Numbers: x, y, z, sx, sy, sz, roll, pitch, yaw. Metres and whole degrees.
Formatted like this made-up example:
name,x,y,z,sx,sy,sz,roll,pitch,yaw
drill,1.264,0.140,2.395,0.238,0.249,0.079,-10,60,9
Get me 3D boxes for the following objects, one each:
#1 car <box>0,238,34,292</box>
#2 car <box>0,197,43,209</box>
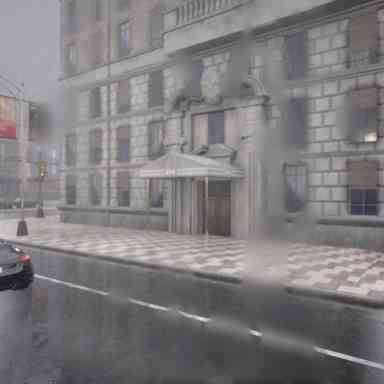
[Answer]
name,x,y,z,sx,sy,sz,roll,pitch,yaw
car,-5.605,1.563,7.842,4.181,1.385,1.994,0,0,35
car,-22.128,1.475,43.622,1.882,1.535,5.008,0,0,35
